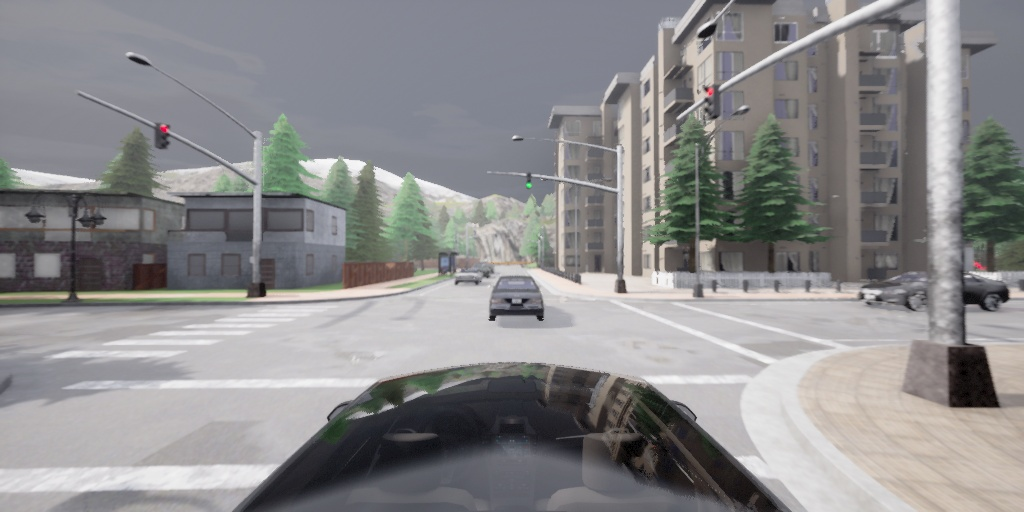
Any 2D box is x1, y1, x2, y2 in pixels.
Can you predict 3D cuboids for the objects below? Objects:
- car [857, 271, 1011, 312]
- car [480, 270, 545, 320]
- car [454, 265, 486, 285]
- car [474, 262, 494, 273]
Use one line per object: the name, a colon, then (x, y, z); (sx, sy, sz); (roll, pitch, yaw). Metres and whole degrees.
car: (16.743, 1.362, 14.387); (4.902, 1.511, 2.128); (0, -1, -1)
car: (0.151, 1.414, 13.207); (2.033, 1.411, 5.357); (0, -1, 0)
car: (-3.487, 1.630, 29.235); (1.895, 1.301, 4.718); (0, -1, 0)
car: (-3.442, 1.479, 39.090); (2.097, 1.767, 4.553); (0, -1, 0)
